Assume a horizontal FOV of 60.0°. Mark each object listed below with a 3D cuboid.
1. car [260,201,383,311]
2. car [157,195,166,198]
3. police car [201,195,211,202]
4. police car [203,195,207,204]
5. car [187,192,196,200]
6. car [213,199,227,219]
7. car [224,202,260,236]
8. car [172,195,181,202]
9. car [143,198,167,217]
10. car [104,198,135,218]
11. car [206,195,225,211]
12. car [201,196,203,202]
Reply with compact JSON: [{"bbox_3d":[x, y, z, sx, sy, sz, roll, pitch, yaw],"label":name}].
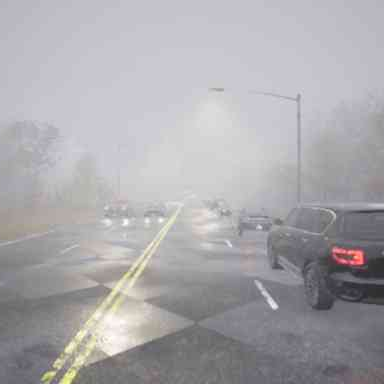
[{"bbox_3d":[3.356,1.229,7.926,2.150,2.045,5.566,0,0,0],"label":"car"},{"bbox_3d":[-6.649,1.340,72.058,2.128,1.511,4.902,0,0,0],"label":"car"},{"bbox_3d":[3.098,1.455,73.580,2.038,1.542,4.974,0,0,0],"label":"police car"},{"bbox_3d":[3.173,1.411,51.682,1.930,1.638,5.238,0,0,0],"label":"police car"},{"bbox_3d":[-0.186,1.016,84.206,2.150,2.045,5.566,0,0,0],"label":"car"},{"bbox_3d":[3.243,1.614,29.595,1.895,1.301,4.718,0,0,0],"label":"car"},{"bbox_3d":[3.255,1.503,18.546,2.128,1.511,4.902,0,0,0],"label":"car"},{"bbox_3d":[-3.399,1.340,72.069,2.128,1.511,4.902,0,0,0],"label":"car"},{"bbox_3d":[-3.365,1.565,31.398,2.033,1.411,5.357,0,0,0],"label":"car"},{"bbox_3d":[-6.608,1.369,30.604,2.097,1.767,4.553,0,0,0],"label":"car"},{"bbox_3d":[3.208,1.355,40.538,2.097,1.767,4.553,0,0,0],"label":"car"},{"bbox_3d":[3.134,1.498,62.576,1.812,1.442,4.674,0,0,0],"label":"car"}]
